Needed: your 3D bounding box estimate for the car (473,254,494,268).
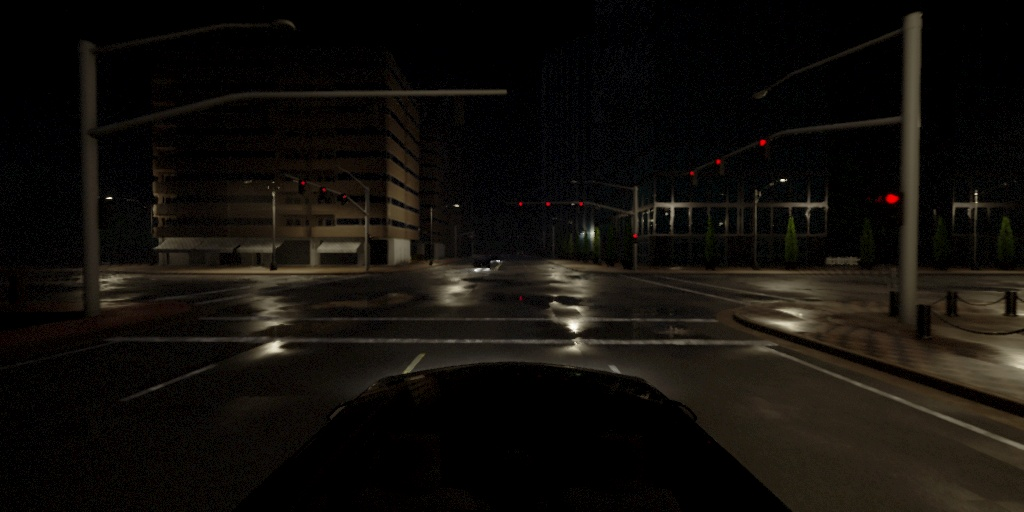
[{"bbox_3d":[-3.515,0.744,42.723,1.994,1.385,4.181,0,1,0],"label":"car"}]
